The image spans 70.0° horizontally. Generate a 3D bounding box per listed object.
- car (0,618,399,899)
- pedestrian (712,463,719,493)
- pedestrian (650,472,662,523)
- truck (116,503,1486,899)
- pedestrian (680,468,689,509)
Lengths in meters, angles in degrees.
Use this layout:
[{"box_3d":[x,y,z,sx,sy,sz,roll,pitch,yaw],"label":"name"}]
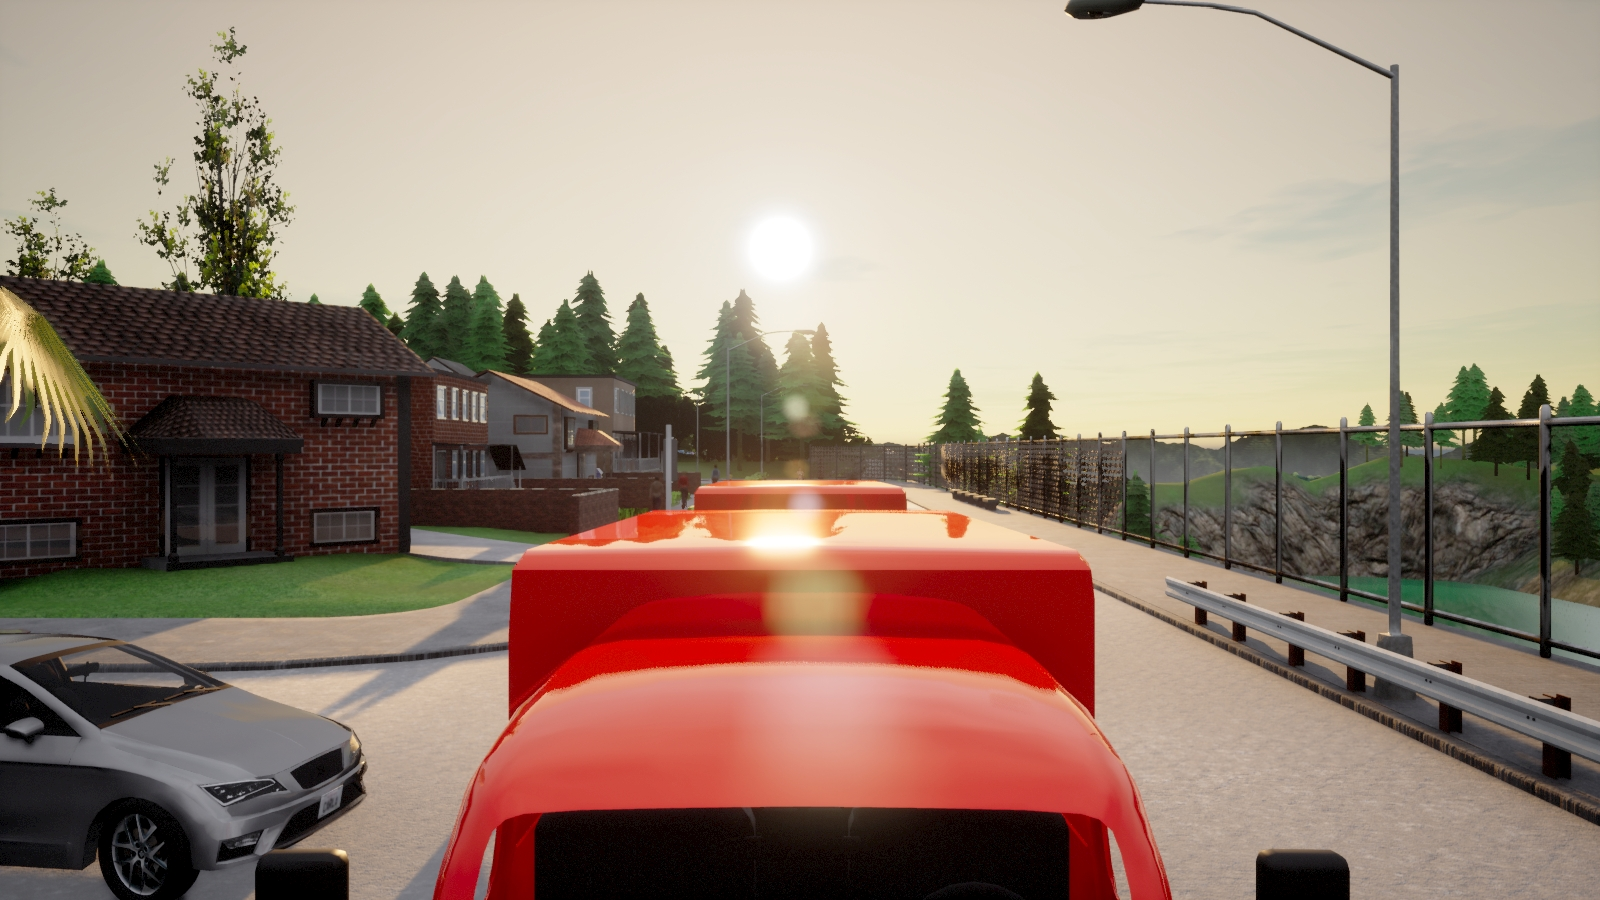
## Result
[{"box_3d":[-5.218,2.069,7.982,4.193,1.474,1.816,0,0,8],"label":"car"},{"box_3d":[-5.294,1.774,71.520,0.375,1.860,0.375,0,0,0],"label":"pedestrian"},{"box_3d":[-5.332,1.762,42.250,0.375,1.860,0.375,0,0,0],"label":"pedestrian"},{"box_3d":[0.003,1.571,4.792,2.627,2.467,5.204,0,0,0],"label":"truck"},{"box_3d":[-5.290,1.766,52.164,0.375,1.860,0.375,0,0,0],"label":"pedestrian"}]
